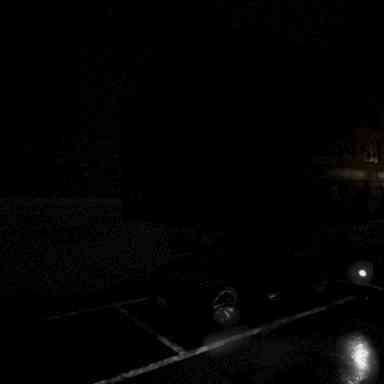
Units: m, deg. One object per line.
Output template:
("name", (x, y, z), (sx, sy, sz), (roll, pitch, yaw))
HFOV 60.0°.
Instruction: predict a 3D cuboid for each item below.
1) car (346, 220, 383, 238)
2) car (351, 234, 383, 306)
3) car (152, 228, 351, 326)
("car", (5.645, 1.548, 10.245), (4.507, 1.381, 1.887), (0, 0, -36))
("car", (5.351, 1.603, 6.879), (4.718, 1.301, 1.895), (0, 0, -36))
("car", (1.246, 1.567, 7.103), (4.313, 1.339, 1.947), (0, 0, -36))
